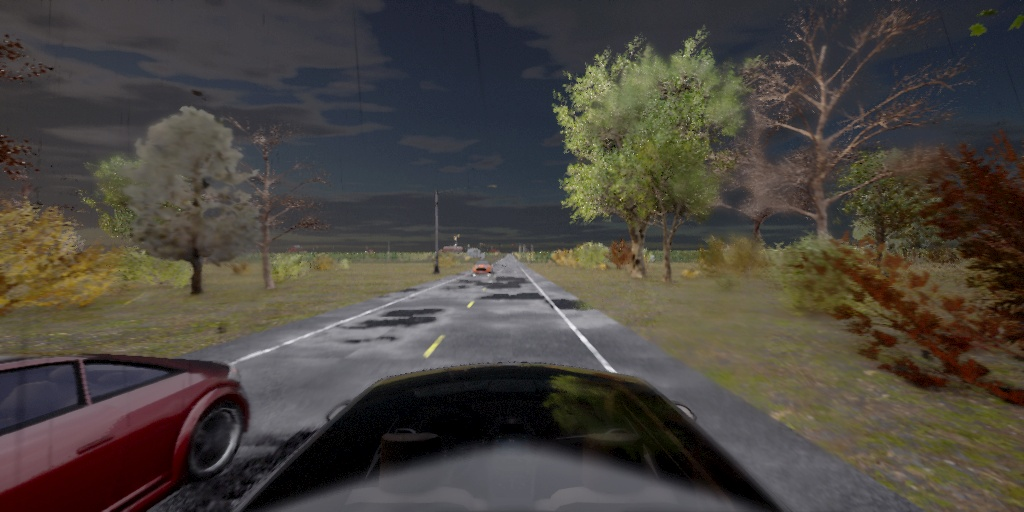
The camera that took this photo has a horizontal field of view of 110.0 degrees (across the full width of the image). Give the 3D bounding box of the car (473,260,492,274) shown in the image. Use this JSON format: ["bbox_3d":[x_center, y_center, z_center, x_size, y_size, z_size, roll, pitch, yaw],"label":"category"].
[{"bbox_3d":[-3.599,1.294,44.054,2.097,1.767,4.553,0,0,0],"label":"car"}]

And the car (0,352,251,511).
[{"bbox_3d":[-3.600,1.315,1.851,1.994,1.385,4.181,0,0,0],"label":"car"}]
